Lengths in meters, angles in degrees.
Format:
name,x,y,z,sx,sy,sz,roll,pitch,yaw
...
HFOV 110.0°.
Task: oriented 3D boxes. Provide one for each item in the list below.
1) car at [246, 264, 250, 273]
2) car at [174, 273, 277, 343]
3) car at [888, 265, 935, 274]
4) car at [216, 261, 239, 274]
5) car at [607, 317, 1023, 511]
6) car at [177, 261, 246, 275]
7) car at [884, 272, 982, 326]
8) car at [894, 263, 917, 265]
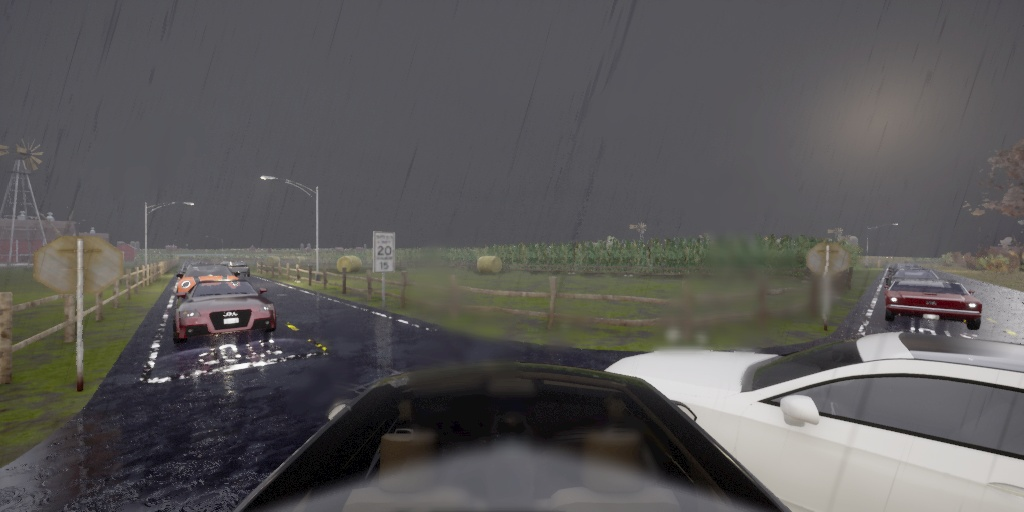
name,x,y,z,sx,sy,sz,roll,pitch,yaw
car,-27.282,1.298,35.519,2.128,1.511,4.902,0,0,-42
car,-8.022,1.359,9.970,1.994,1.385,4.181,0,0,-43
car,20.444,1.363,18.251,5.357,1.411,2.033,0,1,-43
car,-34.066,1.323,42.919,1.837,1.490,4.892,0,0,-42
car,2.822,1.293,2.475,1.812,1.442,4.674,0,1,-44
car,-13.853,1.147,16.403,2.097,1.767,4.553,0,0,-42
car,13.423,1.397,11.628,4.718,1.301,1.895,0,1,-44
car,27.145,1.401,24.564,4.181,1.385,1.994,0,1,-43
